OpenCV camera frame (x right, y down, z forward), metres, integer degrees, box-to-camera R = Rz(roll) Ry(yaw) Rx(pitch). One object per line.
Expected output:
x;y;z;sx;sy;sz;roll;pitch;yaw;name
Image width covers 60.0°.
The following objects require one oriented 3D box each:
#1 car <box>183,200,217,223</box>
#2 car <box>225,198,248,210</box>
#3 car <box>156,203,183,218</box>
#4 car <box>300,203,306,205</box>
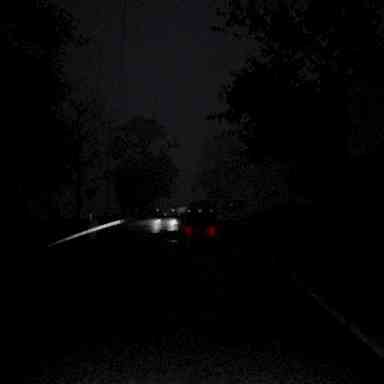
0.818;1.374;25.649;2.097;1.767;4.553;0;0;7;car
5.718;1.504;42.281;1.994;1.385;4.181;-2;0;26;car
-1.881;1.666;31.156;1.895;1.301;4.718;-1;0;12;car
22.014;2.856;64.823;4.181;1.385;1.994;5;-6;-31;car
